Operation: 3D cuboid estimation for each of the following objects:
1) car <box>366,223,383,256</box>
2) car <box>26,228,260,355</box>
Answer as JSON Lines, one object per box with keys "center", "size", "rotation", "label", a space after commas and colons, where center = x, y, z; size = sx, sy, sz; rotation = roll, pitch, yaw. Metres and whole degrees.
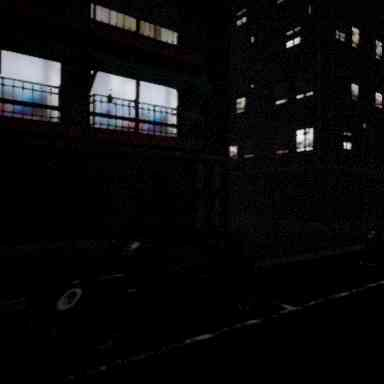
{"center": [8.295, 1.581, 12.477], "size": [4.097, 1.590, 1.967], "rotation": [1, 0, -35], "label": "car"}
{"center": [-0.724, 1.469, 6.044], "size": [4.097, 1.590, 1.967], "rotation": [1, 0, -35], "label": "car"}
